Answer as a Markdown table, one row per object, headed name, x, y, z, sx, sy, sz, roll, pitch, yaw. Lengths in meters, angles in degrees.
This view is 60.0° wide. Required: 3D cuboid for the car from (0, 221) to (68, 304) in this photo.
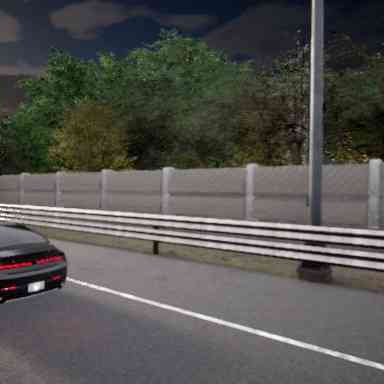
| name | x | y | z | sx | sy | sz | roll | pitch | yaw |
| --- | --- | --- | --- | --- | --- | --- | --- | --- | --- |
| car | -4.753 | 1.403 | 7.386 | 4.892 | 1.490 | 1.837 | 1 | 1 | 36 |
